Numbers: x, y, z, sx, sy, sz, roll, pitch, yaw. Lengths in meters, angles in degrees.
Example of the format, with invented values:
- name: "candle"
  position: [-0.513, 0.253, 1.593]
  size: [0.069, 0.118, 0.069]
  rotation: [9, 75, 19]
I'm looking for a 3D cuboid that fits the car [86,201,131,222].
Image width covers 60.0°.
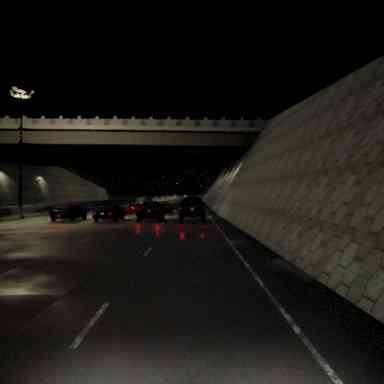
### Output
- name: "car"
  position: [-6.981, 1.746, 28.415]
  size: [2.033, 1.411, 5.357]
  rotation: [0, 0, 0]

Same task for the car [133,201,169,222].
- name: "car"
  position: [-3.478, 1.559, 28.994]
  size: [2.097, 1.767, 4.553]
  rotation: [0, -1, 0]

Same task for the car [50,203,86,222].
- name: "car"
  position: [-10.479, 1.686, 28.597]
  size: [2.128, 1.511, 4.902]
  rotation: [0, 0, 0]

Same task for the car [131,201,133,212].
- name: "car"
  position: [-6.944, 1.857, 41.318]
  size: [1.994, 1.385, 4.181]
  rotation: [0, 0, 1]

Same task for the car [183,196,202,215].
- name: "car"
  position: [0.041, 1.520, 40.211]
  size: [2.150, 2.045, 5.566]
  rotation: [0, 0, 0]

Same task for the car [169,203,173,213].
- name: "car"
  position: [-3.442, 1.863, 41.398]
  size: [1.994, 1.385, 4.181]
  rotation: [0, 0, 1]

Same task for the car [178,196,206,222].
- name: "car"
  position: [0.019, 1.430, 28.394]
  size: [2.150, 2.045, 5.566]
  rotation: [0, 0, 0]
